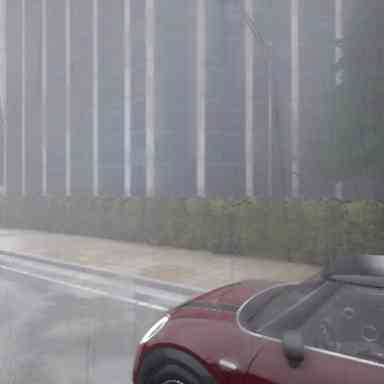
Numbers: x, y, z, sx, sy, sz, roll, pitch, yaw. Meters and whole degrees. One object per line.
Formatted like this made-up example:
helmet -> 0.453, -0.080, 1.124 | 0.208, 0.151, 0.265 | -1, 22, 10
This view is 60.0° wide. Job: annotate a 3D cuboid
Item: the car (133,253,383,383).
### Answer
car -> 1.623, 1.353, 2.834 | 4.553, 1.767, 2.097 | 0, 0, 35
